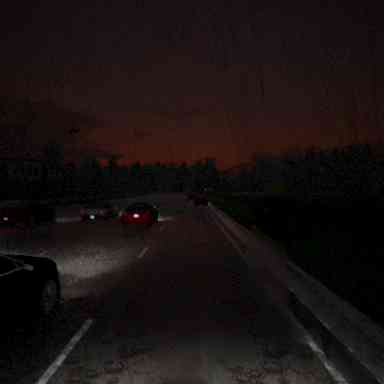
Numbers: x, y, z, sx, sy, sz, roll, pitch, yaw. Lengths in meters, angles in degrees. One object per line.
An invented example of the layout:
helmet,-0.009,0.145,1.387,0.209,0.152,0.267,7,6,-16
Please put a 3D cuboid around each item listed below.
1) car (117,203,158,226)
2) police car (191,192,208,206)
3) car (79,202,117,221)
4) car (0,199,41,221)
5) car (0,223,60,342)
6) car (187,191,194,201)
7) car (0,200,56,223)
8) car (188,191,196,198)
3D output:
car,-3.393,1.410,22.225,1.994,1.385,4.181,0,0,0
police car,1.240,1.098,47.312,1.930,1.638,5.238,0,0,0
car,-6.892,1.426,25.230,1.895,1.301,4.718,0,0,0
car,-13.905,1.343,26.333,1.812,1.442,4.674,0,0,0
car,-3.398,1.461,4.338,2.128,1.511,4.902,0,0,0
car,0.022,1.031,67.634,1.837,1.490,4.892,0,0,0
car,-10.391,1.331,21.139,1.882,1.535,5.008,0,0,0
car,0.026,0.624,82.602,2.097,1.767,4.553,0,0,0
